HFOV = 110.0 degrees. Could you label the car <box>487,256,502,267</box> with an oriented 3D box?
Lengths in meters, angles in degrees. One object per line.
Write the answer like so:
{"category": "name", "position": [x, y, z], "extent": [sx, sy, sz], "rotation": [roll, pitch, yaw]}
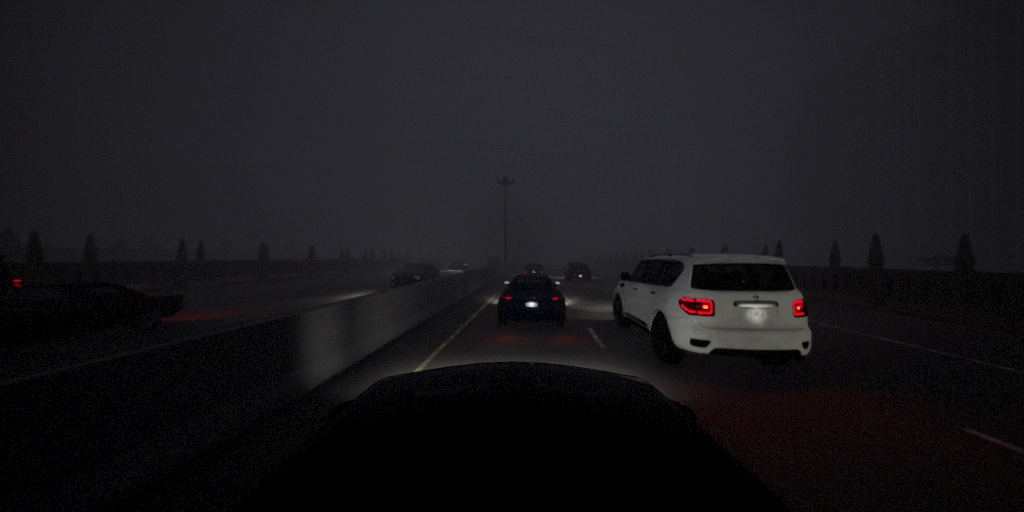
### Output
{"category": "car", "position": [-3.057, 0.974, 63.495], "extent": [2.150, 2.045, 5.566], "rotation": [0, 0, 4]}

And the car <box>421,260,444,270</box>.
{"category": "car", "position": [-11.032, 1.234, 49.944], "extent": [1.994, 1.385, 4.181], "rotation": [0, 0, 4]}

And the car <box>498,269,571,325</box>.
{"category": "car", "position": [0.649, 1.296, 11.804], "extent": [1.994, 1.385, 4.181], "rotation": [0, 0, 3]}

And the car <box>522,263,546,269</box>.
{"category": "car", "position": [1.810, 1.266, 29.755], "extent": [2.033, 1.411, 5.357], "rotation": [0, 0, 4]}

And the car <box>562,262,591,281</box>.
{"category": "car", "position": [5.286, 1.240, 29.271], "extent": [1.837, 1.490, 4.892], "rotation": [0, 0, 4]}

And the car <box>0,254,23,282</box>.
{"category": "car", "position": [-13.886, 0.897, 6.999], "extent": [2.150, 2.045, 5.566], "rotation": [0, 0, 3]}

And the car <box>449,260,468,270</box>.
{"category": "car", "position": [-7.464, 1.235, 50.754], "extent": [2.033, 1.411, 5.357], "rotation": [0, 0, 4]}

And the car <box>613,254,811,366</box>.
{"category": "car", "position": [3.911, 0.973, 8.200], "extent": [2.150, 2.045, 5.566], "rotation": [0, 0, 3]}

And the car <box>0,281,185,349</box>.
{"category": "car", "position": [-10.342, 1.290, 7.948], "extent": [1.895, 1.301, 4.718], "rotation": [0, 0, 3]}

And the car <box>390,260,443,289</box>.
{"category": "car", "position": [-5.902, 1.166, 22.356], "extent": [1.882, 1.535, 5.008], "rotation": [0, 0, 4]}
